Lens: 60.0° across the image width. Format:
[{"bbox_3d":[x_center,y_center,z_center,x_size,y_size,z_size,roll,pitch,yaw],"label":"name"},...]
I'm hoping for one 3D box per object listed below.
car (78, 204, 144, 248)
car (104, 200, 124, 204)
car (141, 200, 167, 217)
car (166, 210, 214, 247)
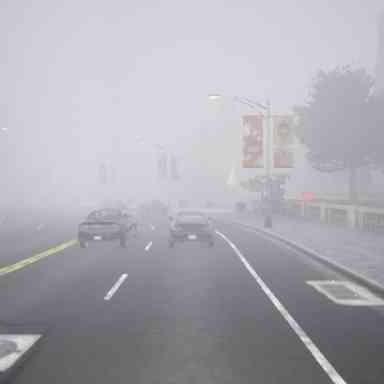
[{"bbox_3d":[-3.565,1.492,14.711,2.128,1.511,4.902,0,0,-2],"label":"car"},{"bbox_3d":[-7.042,1.492,29.889,2.128,1.511,4.902,0,0,-24],"label":"car"},{"bbox_3d":[-3.840,1.493,31.302,2.128,1.511,4.902,0,0,-24],"label":"car"},{"bbox_3d":[-0.067,1.530,14.833,1.812,1.442,4.674,0,0,-2],"label":"car"}]
